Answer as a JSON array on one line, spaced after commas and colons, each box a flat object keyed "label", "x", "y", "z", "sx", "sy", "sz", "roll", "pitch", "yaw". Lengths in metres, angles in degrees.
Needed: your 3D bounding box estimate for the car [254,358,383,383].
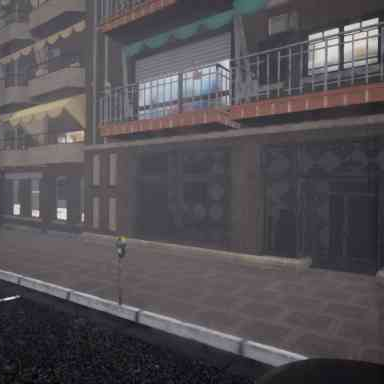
[{"label": "car", "x": 2.147, "y": 1.551, "z": 1.326, "sx": 4.403, "sy": 1.369, "sz": 2.008, "roll": 0, "pitch": 1, "yaw": 36}]
